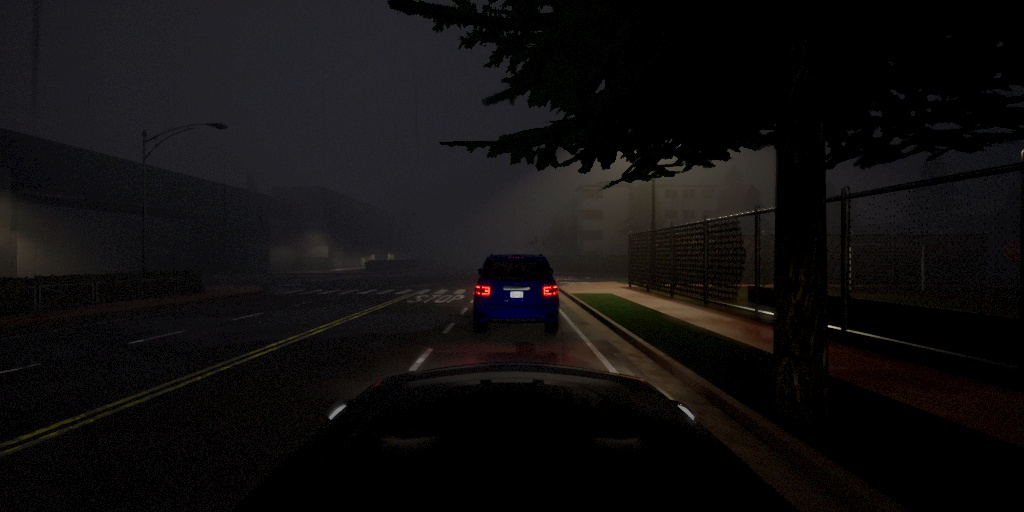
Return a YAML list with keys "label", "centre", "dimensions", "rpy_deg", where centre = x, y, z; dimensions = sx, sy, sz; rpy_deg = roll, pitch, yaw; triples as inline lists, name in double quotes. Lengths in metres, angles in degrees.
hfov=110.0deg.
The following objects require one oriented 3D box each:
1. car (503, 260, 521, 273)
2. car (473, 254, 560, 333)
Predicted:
- label: "car"
  centre: [0.013, 1.241, 45.716]
  dimensions: [2.128, 1.511, 4.902]
  rpy_deg: [0, 0, 0]
- label: "car"
  centre: [0.113, 0.972, 10.857]
  dimensions: [2.150, 2.045, 5.566]
  rpy_deg: [0, 0, 0]
